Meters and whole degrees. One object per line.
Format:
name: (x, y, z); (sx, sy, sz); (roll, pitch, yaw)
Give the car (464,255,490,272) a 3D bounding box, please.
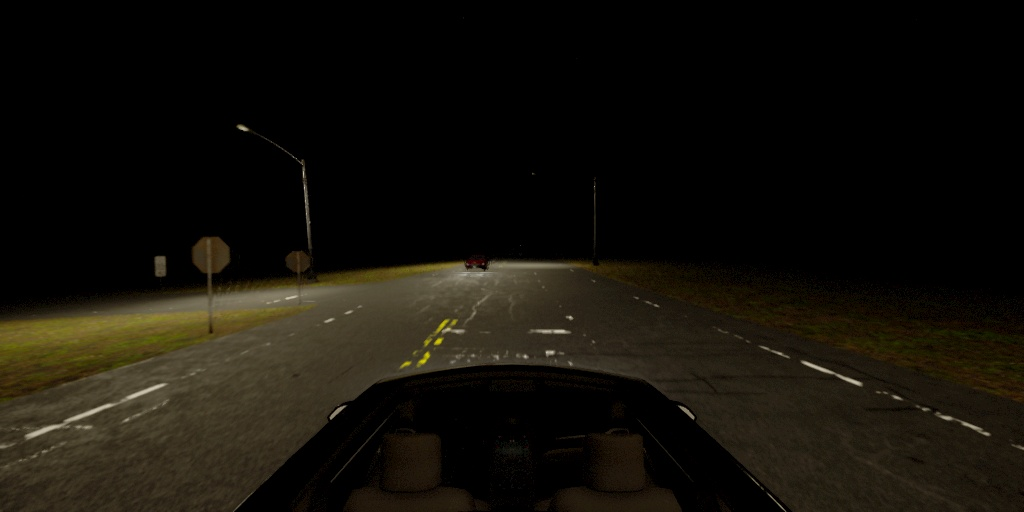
car: (-3.213, 0.613, 33.751); (1.812, 1.442, 4.674); (0, 2, 2)
